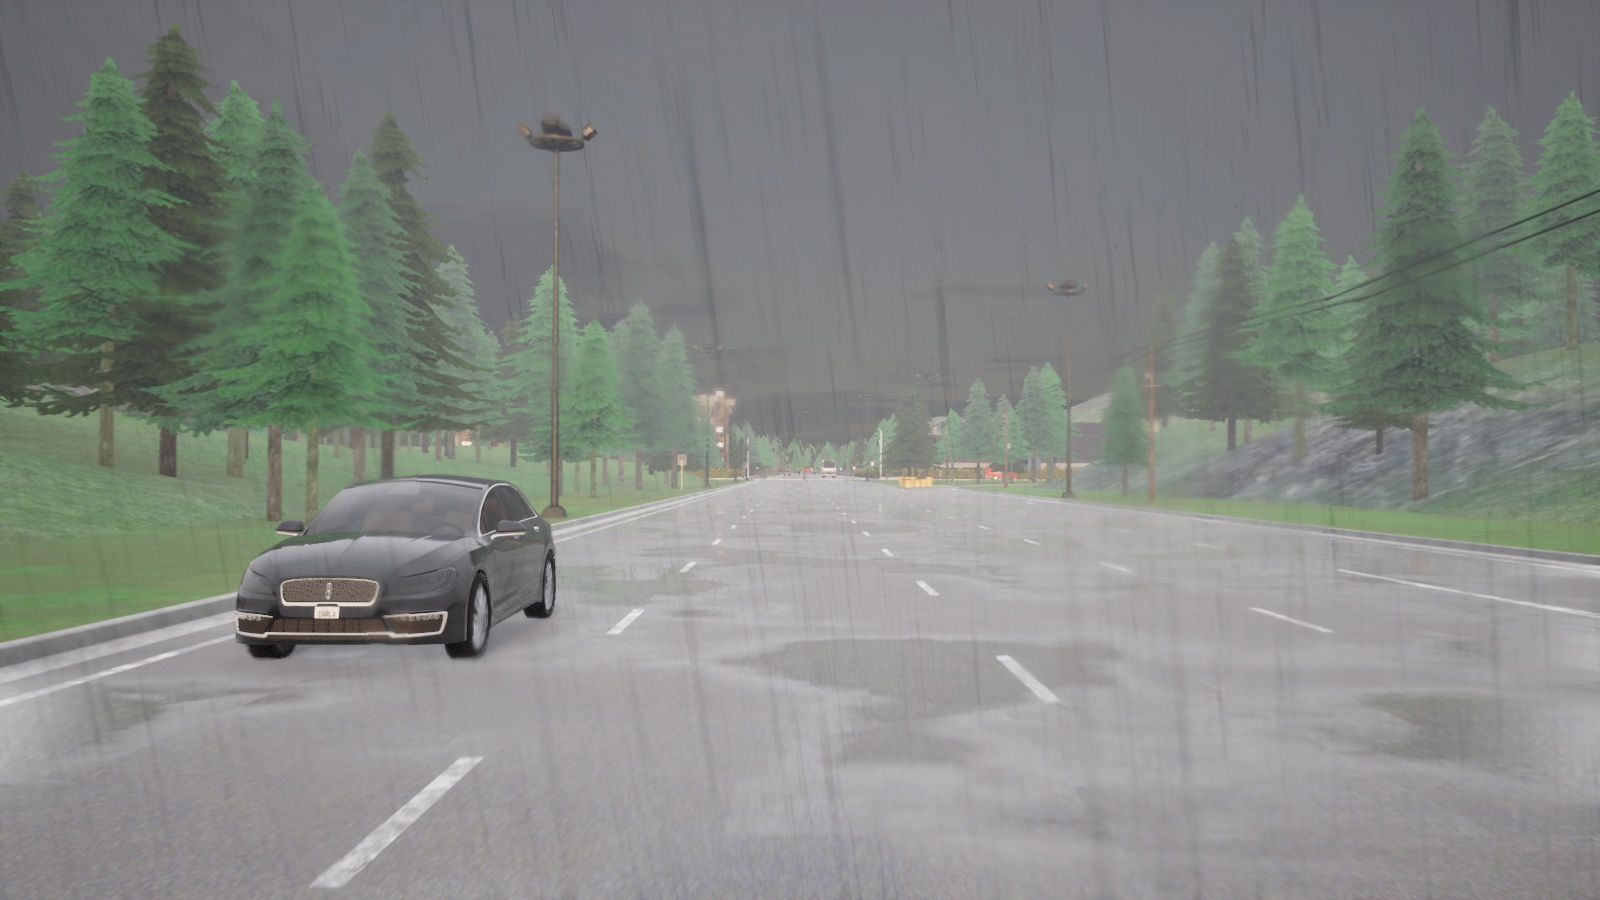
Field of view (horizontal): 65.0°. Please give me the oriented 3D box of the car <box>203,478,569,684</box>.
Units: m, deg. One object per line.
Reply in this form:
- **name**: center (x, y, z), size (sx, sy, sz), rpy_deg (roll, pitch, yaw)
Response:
- **car**: center (-3.528, 1.031, 11.795), size (1.837, 1.490, 4.892), rpy_deg (0, -1, 0)
